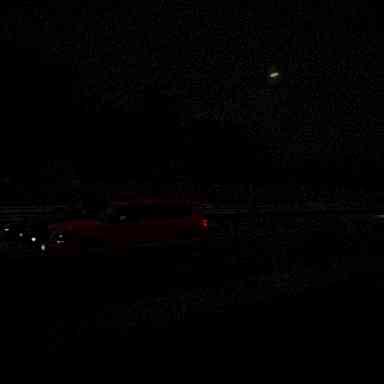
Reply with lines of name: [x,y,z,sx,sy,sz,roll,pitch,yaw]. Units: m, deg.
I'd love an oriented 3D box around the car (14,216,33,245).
car: [-4.081,1.260,13.978,5.566,2.045,2.150,1,0,-35]

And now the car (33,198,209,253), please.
car: [-2.009,1.261,11.156,5.566,2.045,2.150,1,0,-35]

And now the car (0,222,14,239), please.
car: [-6.435,1.583,16.597,5.357,1.411,2.033,1,0,-35]
